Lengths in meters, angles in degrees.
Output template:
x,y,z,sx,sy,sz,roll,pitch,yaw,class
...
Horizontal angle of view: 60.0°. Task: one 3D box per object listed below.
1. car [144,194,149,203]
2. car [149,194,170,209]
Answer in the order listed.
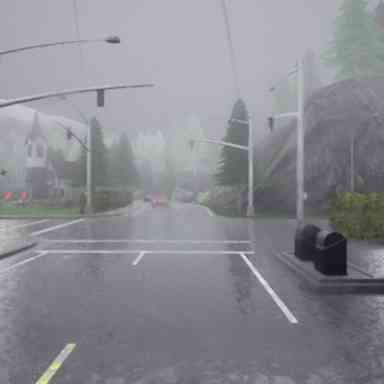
x,y,z,sx,sy,sz,roll,pitch,yaw,class
-7.384,1.203,59.520,1.837,1.490,4.892,0,0,-20,car
-3.921,1.138,42.069,2.097,1.767,4.553,0,0,-4,car
